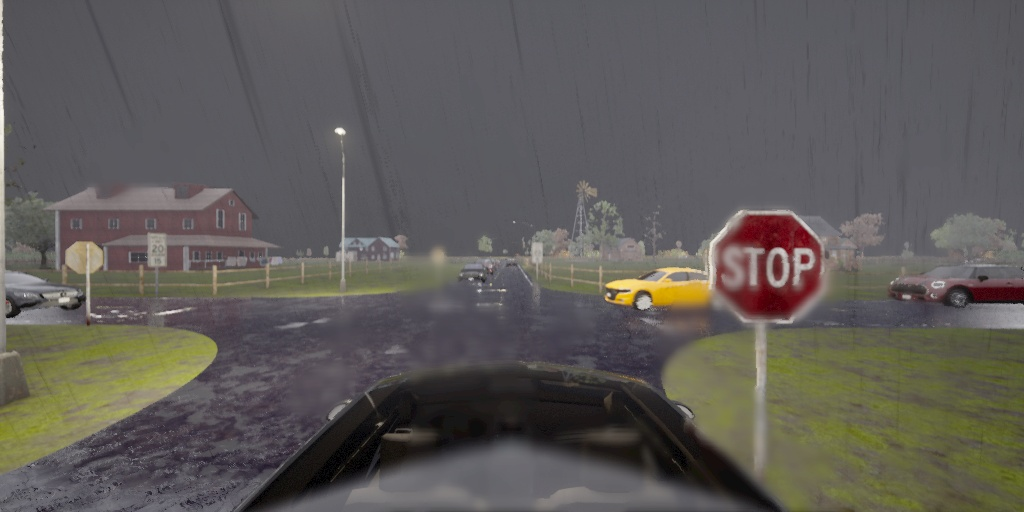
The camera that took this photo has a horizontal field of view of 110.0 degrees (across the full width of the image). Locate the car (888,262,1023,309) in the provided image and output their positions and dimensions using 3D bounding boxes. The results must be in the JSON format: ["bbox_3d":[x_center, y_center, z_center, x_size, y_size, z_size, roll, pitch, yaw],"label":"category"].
[{"bbox_3d":[18.439,1.138,14.683,4.553,1.767,2.097,0,0,0],"label":"car"}]

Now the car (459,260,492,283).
[{"bbox_3d":[-2.875,1.240,27.671,2.033,1.411,5.357,0,0,-1],"label":"car"}]

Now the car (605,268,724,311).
[{"bbox_3d":[6.145,1.221,14.051,5.008,1.535,1.882,0,0,-10],"label":"car"}]

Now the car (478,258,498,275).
[{"bbox_3d":[-2.914,1.021,37.662,2.097,1.767,4.553,0,0,0],"label":"car"}]

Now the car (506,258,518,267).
[{"bbox_3d":[-0.031,1.115,59.906,1.837,1.490,4.892,0,0,0],"label":"car"}]

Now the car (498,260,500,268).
[{"bbox_3d":[-2.920,1.147,47.916,1.837,1.490,4.892,0,0,0],"label":"car"}]

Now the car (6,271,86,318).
[{"bbox_3d":[-17.243,1.206,11.942,4.674,1.442,1.812,0,0,0],"label":"car"}]

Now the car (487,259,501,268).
[{"bbox_3d":[-2.910,1.215,58.689,1.895,1.301,4.718,0,0,0],"label":"car"}]
